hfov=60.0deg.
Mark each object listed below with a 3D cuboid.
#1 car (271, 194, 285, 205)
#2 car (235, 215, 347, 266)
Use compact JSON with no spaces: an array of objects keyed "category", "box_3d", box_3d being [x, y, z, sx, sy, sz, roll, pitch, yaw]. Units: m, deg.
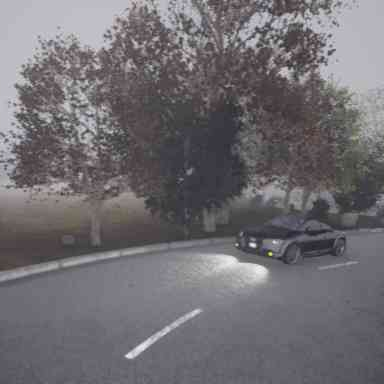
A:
[{"category":"car","box_3d":[11.829,1.037,45.640,1.837,1.490,4.892,2,1,7]},{"category":"car","box_3d":[3.512,1.515,11.529,4.181,1.385,1.994,2,3,-36]}]
